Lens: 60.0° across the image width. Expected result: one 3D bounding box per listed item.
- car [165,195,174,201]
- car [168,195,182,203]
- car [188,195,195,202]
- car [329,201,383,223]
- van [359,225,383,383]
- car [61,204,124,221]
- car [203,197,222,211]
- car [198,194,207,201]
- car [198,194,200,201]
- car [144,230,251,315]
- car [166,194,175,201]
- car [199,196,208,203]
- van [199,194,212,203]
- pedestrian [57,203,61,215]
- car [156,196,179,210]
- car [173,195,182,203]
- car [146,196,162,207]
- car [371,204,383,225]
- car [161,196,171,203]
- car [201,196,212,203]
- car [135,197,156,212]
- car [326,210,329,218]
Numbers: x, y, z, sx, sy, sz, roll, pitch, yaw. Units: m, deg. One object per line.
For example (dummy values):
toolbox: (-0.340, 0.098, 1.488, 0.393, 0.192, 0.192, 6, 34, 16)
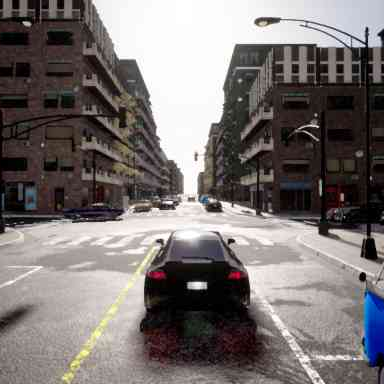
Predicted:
car: (-5.816, 1.587, 85.154, 2.008, 1.369, 4.403, 1, 0, 0)
car: (-3.179, 1.499, 56.659, 1.882, 1.535, 5.008, 0, 1, 0)
car: (-0.131, 1.559, 80.557, 2.128, 1.511, 4.902, 0, 0, 0)
car: (13.492, 1.473, 25.640, 4.553, 1.767, 2.097, 0, -1, 1)
van: (2.670, 1.342, 2.080, 1.690, 1.788, 3.998, 1, 0, 0)
car: (-8.000, 1.606, 26.817, 4.718, 1.301, 1.895, 0, 0, -34)
car: (2.638, 1.580, 40.027, 1.947, 1.339, 4.313, 1, 0, 0)
car: (2.568, 1.352, 85.167, 2.192, 1.841, 5.009, 1, 0, 0)
car: (2.592, 1.552, 68.409, 1.752, 1.417, 4.829, 1, 0, 0)
car: (0.088, 1.566, 7.683, 1.994, 1.385, 4.181, 0, 0, 0)
car: (-5.823, 1.480, 90.797, 1.967, 1.590, 4.097, 1, 0, 0)
car: (2.582, 1.612, 73.882, 1.802, 1.307, 4.206, 1, 0, 0)
van: (2.614, 1.362, 56.954, 1.690, 1.788, 3.998, 1, 0, 0)
pedestrian: (-12.590, 1.597, 31.437, 0.500, 1.100, 0.500, 0, -1, 1)
car: (-3.169, 1.579, 43.164, 1.994, 1.385, 4.181, 0, 0, 0)
car: (-3.117, 1.498, 72.016, 1.882, 1.535, 5.008, 0, 0, 0)
car: (-5.759, 1.459, 51.298, 1.967, 1.590, 4.097, 1, 0, 0)
car: (13.506, 1.583, 19.848, 4.313, 1.339, 1.947, 0, -1, 1)
car: (-5.797, 1.575, 73.869, 1.887, 1.381, 4.507, 1, 0, 0)
car: (2.629, 1.567, 45.669, 2.008, 1.369, 4.403, 1, 0, 0)
car: (-5.741, 1.539, 39.843, 1.752, 1.417, 4.829, 1, 0, 0)
car: (13.596, 1.608, 28.229, 4.097, 1.590, 1.967, 0, -1, 1)
